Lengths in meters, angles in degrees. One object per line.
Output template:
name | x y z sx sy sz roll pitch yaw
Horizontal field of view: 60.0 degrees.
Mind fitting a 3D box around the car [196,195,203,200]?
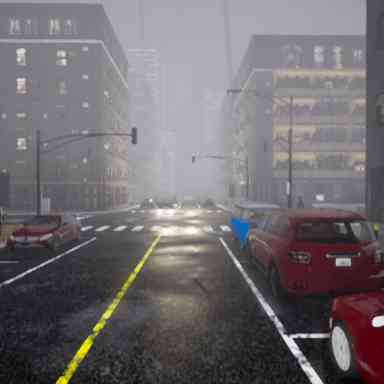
car | 1.927 1.455 90.457 1.752 1.417 4.829 0 0 0

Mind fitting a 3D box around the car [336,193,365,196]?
car | 15.484 0.994 33.350 5.009 1.841 2.192 -1 1 -1

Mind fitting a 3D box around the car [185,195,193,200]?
car | -0.715 1.358 85.569 1.895 1.301 4.718 0 0 0

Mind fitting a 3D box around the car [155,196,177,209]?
car | -3.462 1.553 44.407 1.895 1.301 4.718 0 0 0

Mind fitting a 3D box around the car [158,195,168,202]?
car | -6.312 1.480 73.660 1.887 1.381 4.507 0 0 0

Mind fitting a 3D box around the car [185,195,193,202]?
car | -0.632 1.451 75.533 1.812 1.442 4.674 0 0 0

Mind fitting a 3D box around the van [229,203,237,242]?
van | 2.572 1.324 13.708 1.690 1.788 3.998 0 0 0

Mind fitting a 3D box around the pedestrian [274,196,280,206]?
pedestrian | 4.818 1.119 18.883 0.375 1.860 0.375 0 1 0

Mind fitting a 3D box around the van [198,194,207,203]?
van | 2.113 1.279 68.194 1.690 1.788 3.998 0 0 0

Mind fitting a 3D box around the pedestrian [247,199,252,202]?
pedestrian | 3.415 1.270 19.474 0.375 1.860 0.375 0 1 0

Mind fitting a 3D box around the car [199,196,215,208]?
car | 2.301 1.533 46.102 1.802 1.307 4.206 0 0 0

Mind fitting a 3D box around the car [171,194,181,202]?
car | -3.633 1.286 75.729 2.097 1.767 4.553 0 0 0

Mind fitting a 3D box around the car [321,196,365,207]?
car | 13.659 1.329 30.749 4.718 1.301 1.895 -1 1 -1

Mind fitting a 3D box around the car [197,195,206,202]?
car | 2.254 1.513 51.625 1.947 1.339 4.313 0 0 0

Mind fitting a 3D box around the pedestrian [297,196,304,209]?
pedestrian | 5.894 1.119 18.213 0.375 1.860 0.375 0 1 0

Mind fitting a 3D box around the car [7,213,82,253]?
car | -5.807 1.565 13.639 1.802 1.307 4.206 0 0 0

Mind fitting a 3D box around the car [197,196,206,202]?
car | 2.069 1.501 73.718 1.947 1.339 4.313 0 0 0

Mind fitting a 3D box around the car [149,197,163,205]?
car | -6.173 1.509 57.090 1.947 1.339 4.313 0 0 0

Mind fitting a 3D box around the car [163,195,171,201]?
car | -6.405 1.513 84.706 1.802 1.307 4.206 0 0 0

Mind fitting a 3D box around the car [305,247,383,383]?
car | 2.667 1.541 2.653 1.887 1.381 4.507 0 0 0

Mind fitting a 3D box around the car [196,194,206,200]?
car | 2.161 1.485 62.671 1.887 1.381 4.507 0 0 0

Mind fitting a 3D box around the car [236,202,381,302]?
car | 2.618 1.305 8.180 2.192 1.841 5.009 0 0 0

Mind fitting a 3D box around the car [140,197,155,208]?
car | -6.080 1.516 46.043 1.947 1.339 4.313 0 0 0

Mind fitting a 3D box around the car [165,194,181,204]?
car | -3.565 1.506 60.793 1.994 1.385 4.181 0 0 0
